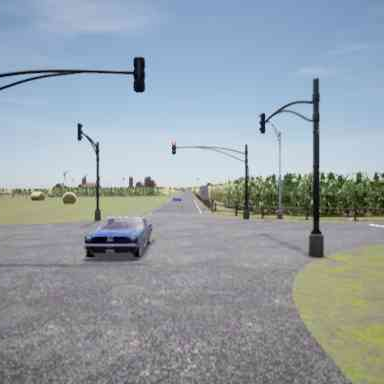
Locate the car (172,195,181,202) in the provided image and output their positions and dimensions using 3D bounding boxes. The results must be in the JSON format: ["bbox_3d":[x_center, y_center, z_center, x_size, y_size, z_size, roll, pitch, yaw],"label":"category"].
[{"bbox_3d":[-3.457,1.375,74.360,1.882,1.535,5.008,0,0,0],"label":"car"}]

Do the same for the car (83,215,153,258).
[{"bbox_3d":[-2.662,1.603,12.940,1.895,1.301,4.718,0,0,-1],"label":"car"}]
